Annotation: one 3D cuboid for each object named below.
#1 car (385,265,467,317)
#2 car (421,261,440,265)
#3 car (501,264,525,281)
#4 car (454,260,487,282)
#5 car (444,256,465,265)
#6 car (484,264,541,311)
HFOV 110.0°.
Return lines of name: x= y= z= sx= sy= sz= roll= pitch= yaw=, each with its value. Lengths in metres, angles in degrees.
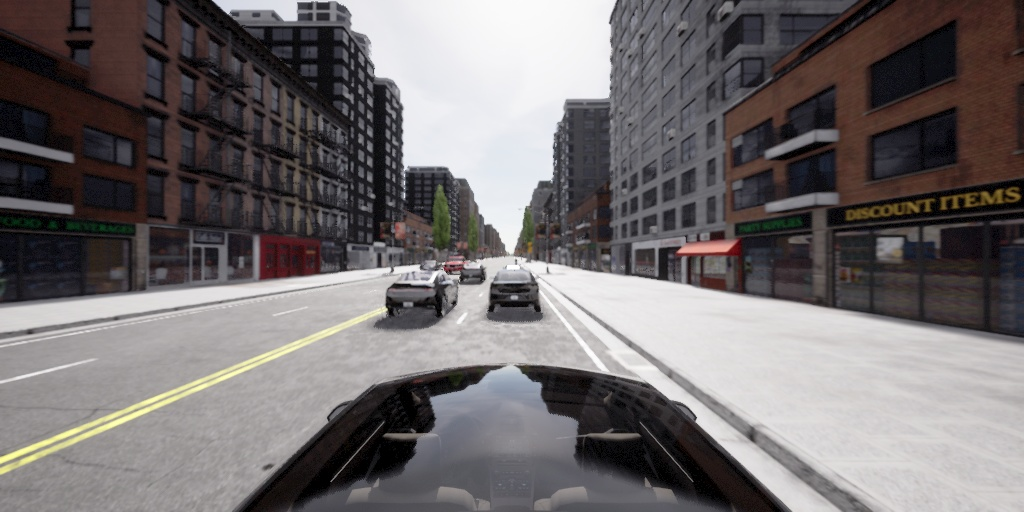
car: x=-3.164 y=1.273 z=13.382 sx=2.128 sy=1.511 sz=4.902 roll=0 pitch=0 yaw=0
car: x=-9.833 y=1.345 z=43.155 sx=2.128 sy=1.511 sz=4.902 roll=0 pitch=0 yaw=0
car: x=0.096 y=1.392 z=31.429 sx=1.994 sy=1.385 sz=4.181 roll=0 pitch=0 yaw=0
car: x=-3.156 y=1.316 z=29.963 sx=2.128 sy=1.511 sz=4.902 roll=0 pitch=0 yaw=0
car: x=-6.588 y=1.073 z=42.176 sx=2.150 sy=2.045 sz=5.566 roll=0 pitch=0 yaw=0
car: x=0.092 y=1.262 z=14.696 sx=1.882 sy=1.535 sz=5.008 roll=0 pitch=0 yaw=0
